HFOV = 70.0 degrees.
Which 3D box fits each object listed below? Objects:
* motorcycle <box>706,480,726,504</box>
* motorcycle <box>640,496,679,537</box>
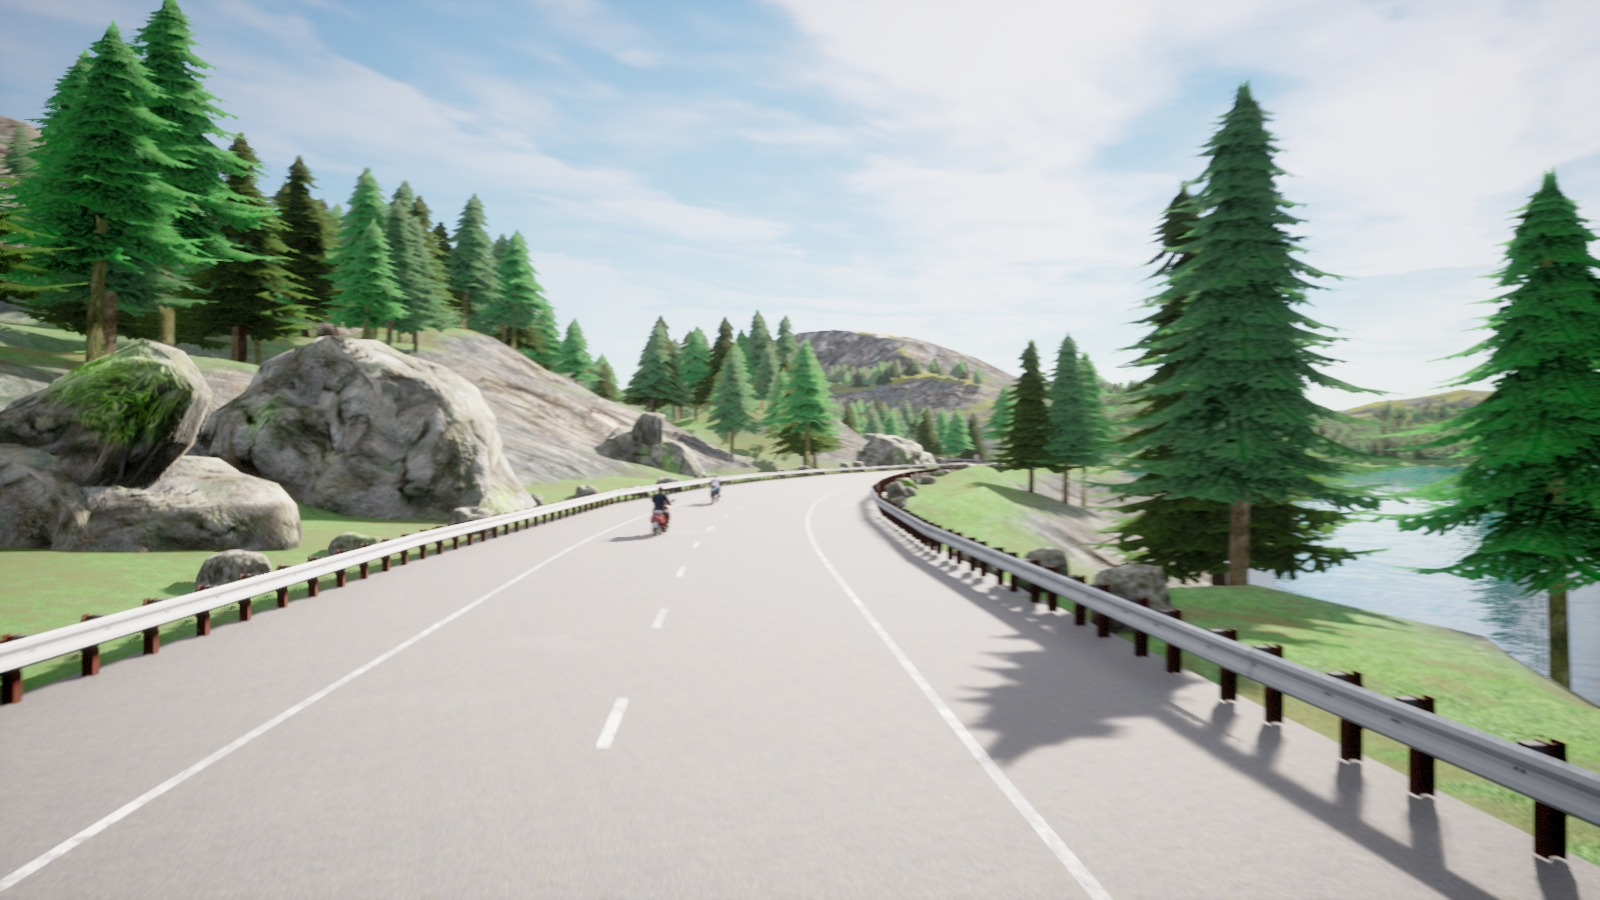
[{"bbox_3d":[-4.378,2.181,59.548,0.803,1.217,2.033,0,0,3],"label":"motorcycle"},{"bbox_3d":[-4.608,2.187,37.671,0.856,1.236,1.805,2,0,7],"label":"motorcycle"}]
